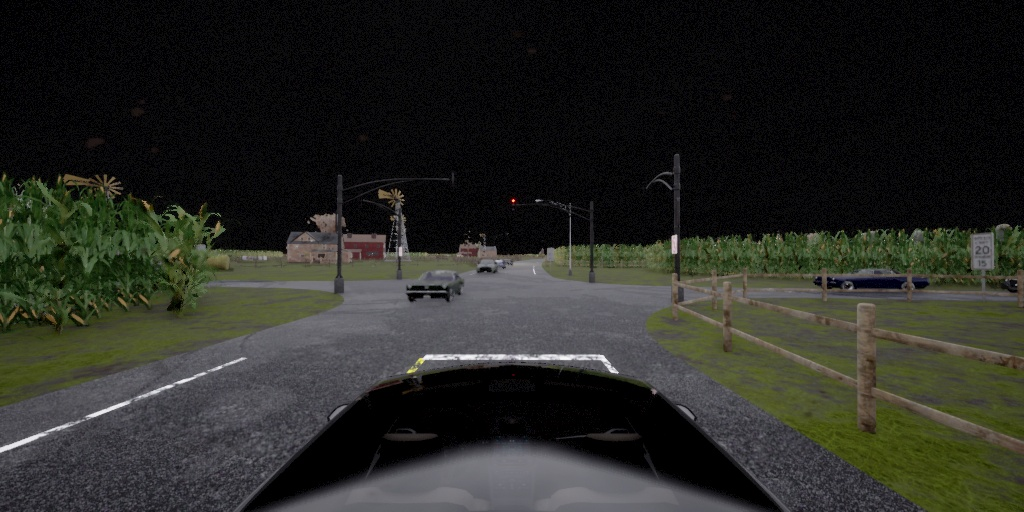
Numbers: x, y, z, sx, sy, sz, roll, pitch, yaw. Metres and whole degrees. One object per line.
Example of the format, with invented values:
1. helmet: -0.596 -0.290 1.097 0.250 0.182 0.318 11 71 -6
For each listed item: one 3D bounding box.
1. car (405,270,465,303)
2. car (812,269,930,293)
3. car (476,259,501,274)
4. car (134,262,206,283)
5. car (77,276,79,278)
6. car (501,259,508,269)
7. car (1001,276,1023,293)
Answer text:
1. car: -3.453 1.352 16.867 1.895 1.301 4.718 0 0 1
2. car: 20.380 1.401 20.606 4.718 1.301 1.895 0 -1 9
3. car: -2.737 1.099 40.257 2.097 1.767 4.553 0 0 2
4. car: -24.191 1.195 25.293 4.902 1.511 2.128 0 -1 9
5. car: -34.006 1.293 26.943 4.718 1.301 1.895 0 -1 9
6. car: -2.050 1.264 54.552 1.812 1.442 4.674 0 0 3
7. car: 29.348 1.377 19.058 4.181 1.385 1.994 0 -1 10
